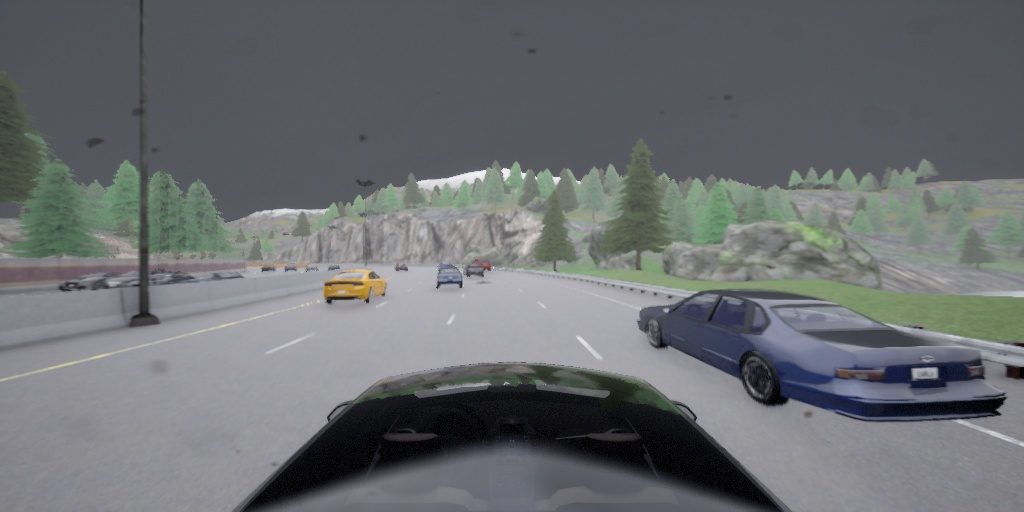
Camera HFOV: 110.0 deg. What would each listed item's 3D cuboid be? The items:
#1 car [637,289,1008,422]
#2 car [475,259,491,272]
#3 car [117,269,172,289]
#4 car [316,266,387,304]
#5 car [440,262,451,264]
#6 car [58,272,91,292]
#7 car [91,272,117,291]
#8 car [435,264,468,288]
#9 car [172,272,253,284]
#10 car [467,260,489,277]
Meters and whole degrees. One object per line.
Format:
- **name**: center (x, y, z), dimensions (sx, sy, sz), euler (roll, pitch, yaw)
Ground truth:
- **car**: center (4.088, 1.281, 6.213), dimensions (2.033, 1.411, 5.357), euler (-1, 0, -4)
- **car**: center (-4.851, 1.406, 55.057), dimensions (2.150, 2.045, 5.566), euler (0, -1, -20)
- **car**: center (-22.823, 1.739, 23.670), dimensions (1.994, 1.385, 4.181), euler (-1, 0, -9)
- **car**: center (-7.614, 1.432, 17.873), dimensions (1.882, 1.535, 5.008), euler (0, -1, -7)
- **car**: center (-11.801, 1.799, 62.968), dimensions (1.882, 1.535, 5.008), euler (0, -1, -24)
- **car**: center (-30.382, 1.848, 26.411), dimensions (1.994, 1.385, 4.181), euler (-1, -1, -10)
- **car**: center (-26.769, 1.730, 26.081), dimensions (2.128, 1.511, 4.902), euler (-1, 0, -10)
- **car**: center (-4.692, 1.529, 26.633), dimensions (2.033, 1.411, 5.357), euler (0, 0, -12)
- **car**: center (-19.236, 1.732, 23.524), dimensions (1.895, 1.301, 4.718), euler (-1, 0, -9)
- **car**: center (-4.380, 1.563, 40.051), dimensions (2.128, 1.511, 4.902), euler (0, -1, -15)
